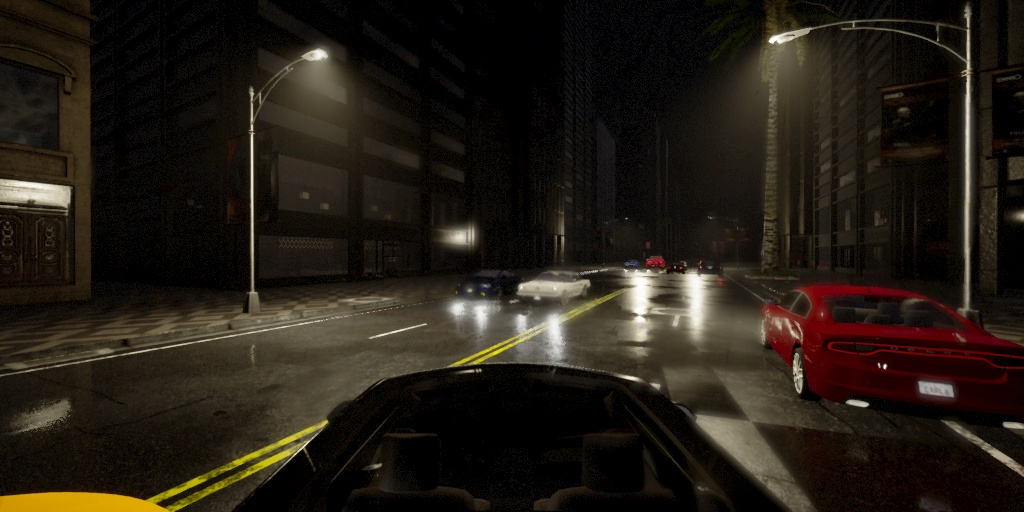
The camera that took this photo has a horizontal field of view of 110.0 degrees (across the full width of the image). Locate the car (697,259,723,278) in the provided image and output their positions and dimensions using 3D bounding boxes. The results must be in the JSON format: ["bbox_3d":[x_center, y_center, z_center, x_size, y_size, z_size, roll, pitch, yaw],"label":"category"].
[{"bbox_3d":[19.308,1.117,34.971,2.097,1.767,4.553,0,0,27],"label":"car"}]

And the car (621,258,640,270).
[{"bbox_3d":[18.563,1.306,55.184,1.812,1.442,4.674,0,0,27],"label":"car"}]

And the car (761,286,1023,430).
[{"bbox_3d":[5.517,1.228,5.902,1.882,1.535,5.008,0,0,27],"label":"car"}]

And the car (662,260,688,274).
[{"bbox_3d":[18.671,1.316,40.794,2.033,1.411,5.357,0,0,27],"label":"car"}]

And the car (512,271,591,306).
[{"bbox_3d":[2.003,1.352,15.976,1.895,1.301,4.718,0,0,27],"label":"car"}]

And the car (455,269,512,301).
[{"bbox_3d":[-0.929,1.315,17.381,1.994,1.385,4.181,0,0,27],"label":"car"}]

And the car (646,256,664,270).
[{"bbox_3d":[21.655,1.004,54.091,2.150,2.045,5.566,0,0,27],"label":"car"}]
